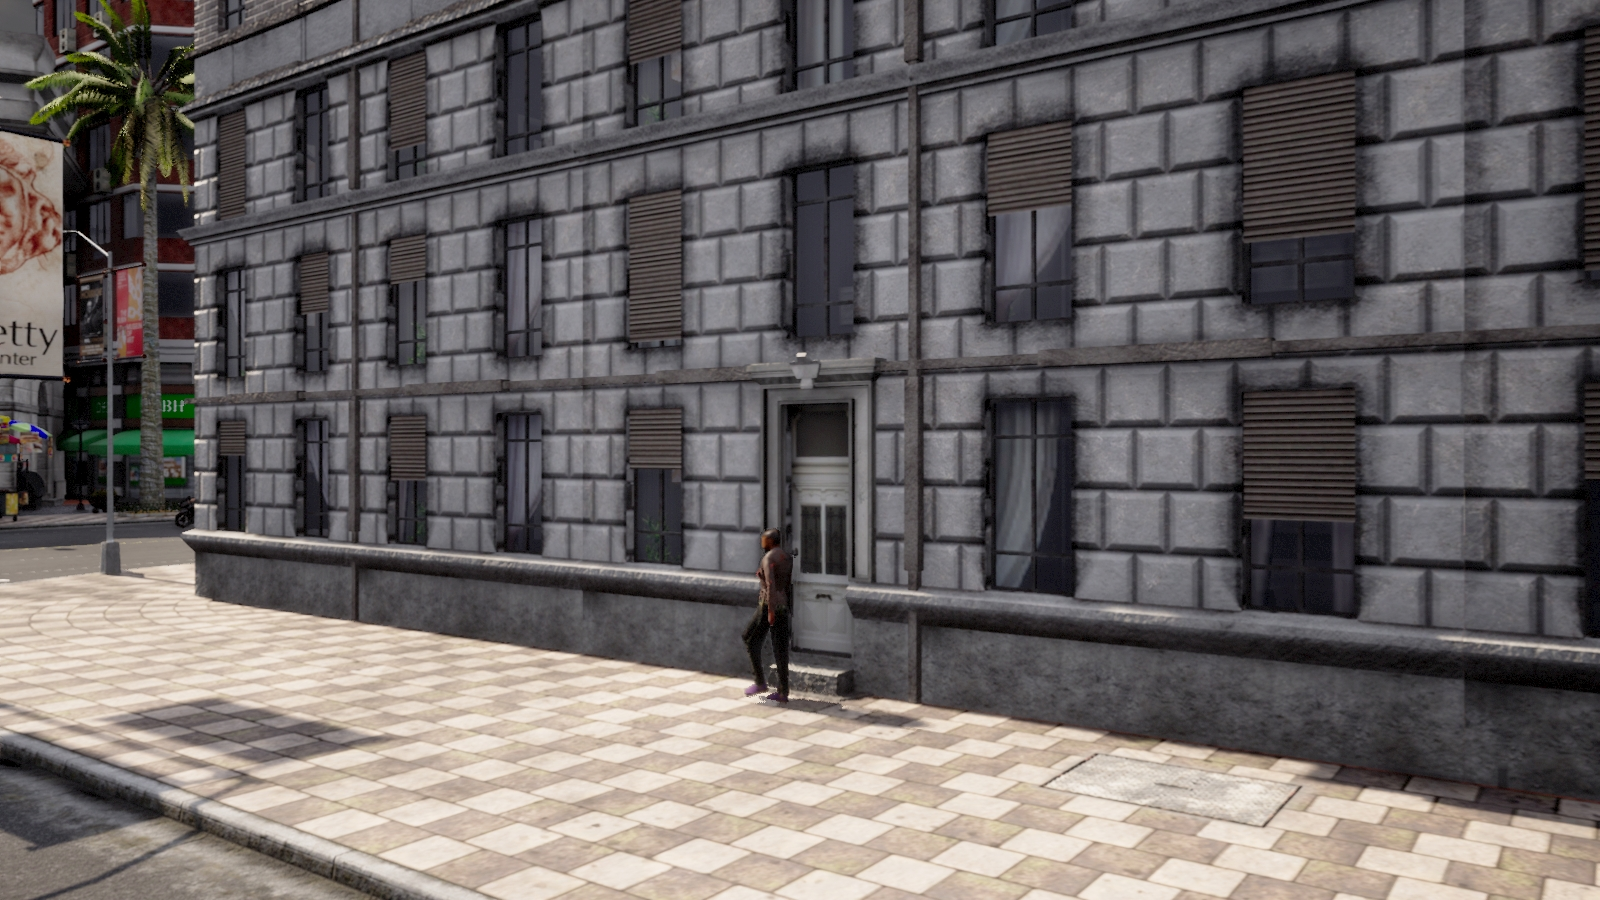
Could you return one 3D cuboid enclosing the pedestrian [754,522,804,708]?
[{"bbox_3d":[-0.219,1.700,11.931,0.375,1.860,0.375,0,0,37],"label":"pedestrian"}]
